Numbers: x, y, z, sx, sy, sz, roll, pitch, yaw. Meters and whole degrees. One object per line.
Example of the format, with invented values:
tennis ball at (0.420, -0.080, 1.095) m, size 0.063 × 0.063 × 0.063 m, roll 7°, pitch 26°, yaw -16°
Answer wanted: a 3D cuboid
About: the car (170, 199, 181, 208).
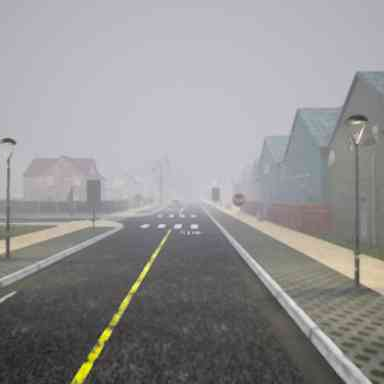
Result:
car at (-2.812, 2.001, 56.787) m, size 1.812 × 1.442 × 4.674 m, roll 0°, pitch 0°, yaw 0°
